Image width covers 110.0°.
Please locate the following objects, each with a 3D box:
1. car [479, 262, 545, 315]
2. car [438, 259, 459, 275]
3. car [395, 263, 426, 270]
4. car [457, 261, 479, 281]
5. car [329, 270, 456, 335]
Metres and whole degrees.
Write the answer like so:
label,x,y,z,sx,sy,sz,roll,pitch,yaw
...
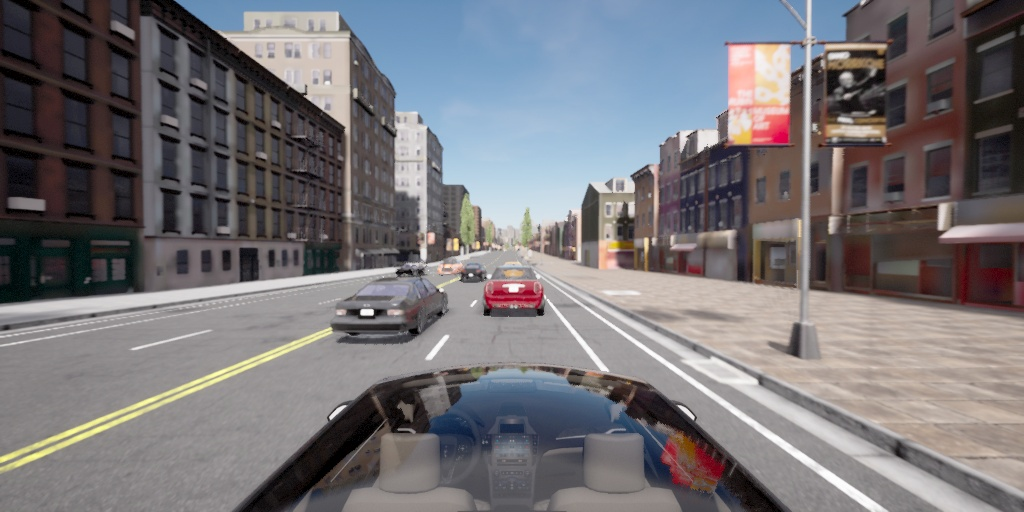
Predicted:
label,x,y,z,sx,sy,sz,roll,pitch,yaw
car,0.071,1.117,13.862,2.097,1.767,4.553,0,0,0
car,-6.591,1.126,38.599,2.097,1.767,4.553,0,0,0
car,-9.846,1.381,35.022,1.895,1.301,4.718,0,0,0
car,-3.167,1.310,30.084,1.812,1.442,4.674,0,0,0
car,-3.202,1.306,10.490,2.033,1.411,5.357,0,0,1
